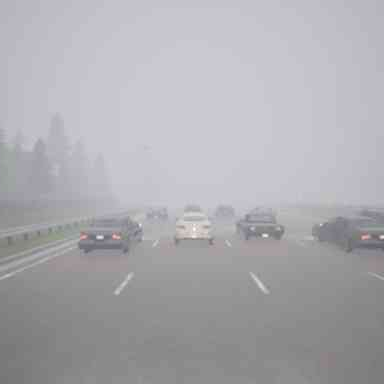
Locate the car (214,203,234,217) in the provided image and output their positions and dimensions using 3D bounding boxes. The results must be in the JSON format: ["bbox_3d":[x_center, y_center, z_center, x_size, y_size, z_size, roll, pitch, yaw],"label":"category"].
[{"bbox_3d":[3.589,2.016,37.583,1.882,1.535,5.008,0,-1,0],"label":"car"}]

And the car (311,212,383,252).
[{"bbox_3d":[7.096,1.762,14.844,2.033,1.411,5.357,0,-1,0],"label":"car"}]

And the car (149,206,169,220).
[{"bbox_3d":[-3.408,2.085,33.809,1.895,1.301,4.718,0,-1,0],"label":"car"}]

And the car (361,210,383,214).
[{"bbox_3d":[10.594,1.784,19.276,1.837,1.490,4.892,0,0,0],"label":"car"}]

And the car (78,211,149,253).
[{"bbox_3d":[-3.403,1.761,14.798,2.033,1.411,5.357,0,-1,0],"label":"car"}]

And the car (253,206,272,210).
[{"bbox_3d":[7.089,2.086,33.822,1.895,1.301,4.718,0,-1,0],"label":"car"}]

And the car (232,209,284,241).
[{"bbox_3d":[3.593,1.867,18.500,1.895,1.301,4.718,0,-1,0],"label":"car"}]

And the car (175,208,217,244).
[{"bbox_3d":[0.095,1.774,17.245,1.812,1.442,4.674,0,-1,0],"label":"car"}]

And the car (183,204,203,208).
[{"bbox_3d":[0.089,2.023,36.069,1.837,1.490,4.892,0,0,0],"label":"car"}]
